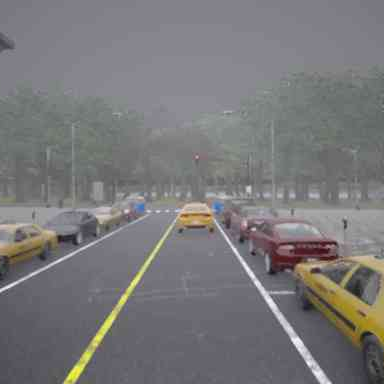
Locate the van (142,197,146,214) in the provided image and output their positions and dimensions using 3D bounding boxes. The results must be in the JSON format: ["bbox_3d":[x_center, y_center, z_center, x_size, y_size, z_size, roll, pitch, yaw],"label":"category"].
[{"bbox_3d":[-5.510,1.340,31.942,1.690,1.788,3.998,-1,0,0],"label":"van"}]

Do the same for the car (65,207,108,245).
[{"bbox_3d":[-5.633,1.603,15.630,1.947,1.339,4.313,-1,0,0],"label":"car"}]

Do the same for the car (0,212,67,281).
[{"bbox_3d":[-5.678,1.576,10.023,1.752,1.417,4.829,-1,0,0],"label":"car"}]

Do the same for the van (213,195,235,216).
[{"bbox_3d":[3.014,1.227,31.875,1.690,1.788,3.998,-1,0,0],"label":"van"}]

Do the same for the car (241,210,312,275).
[{"bbox_3d":[2.848,1.482,10.126,1.887,1.381,4.507,-1,0,0],"label":"car"}]

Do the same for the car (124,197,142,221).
[{"bbox_3d":[-5.551,1.451,26.504,1.967,1.590,4.097,-1,0,0],"label":"car"}]

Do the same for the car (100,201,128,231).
[{"bbox_3d":[-5.593,1.549,20.898,1.752,1.417,4.829,-1,0,0],"label":"car"}]

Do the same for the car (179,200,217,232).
[{"bbox_3d":[0.238,1.428,19.627,1.882,1.535,5.008,-1,-1,1],"label":"car"}]

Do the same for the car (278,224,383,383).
[{"bbox_3d":[2.807,1.476,4.858,1.752,1.417,4.829,-1,0,0],"label":"car"}]

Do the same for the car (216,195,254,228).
[{"bbox_3d":[2.929,1.226,21.000,2.192,1.841,5.009,-1,0,0],"label":"car"}]

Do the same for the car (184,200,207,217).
[{"bbox_3d":[0.308,1.488,30.901,1.994,1.385,4.181,-1,0,1],"label":"car"}]

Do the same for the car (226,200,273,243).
[{"bbox_3d":[2.889,1.364,15.563,1.967,1.590,4.097,-1,0,0],"label":"car"}]
